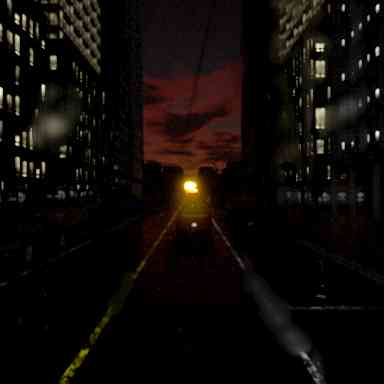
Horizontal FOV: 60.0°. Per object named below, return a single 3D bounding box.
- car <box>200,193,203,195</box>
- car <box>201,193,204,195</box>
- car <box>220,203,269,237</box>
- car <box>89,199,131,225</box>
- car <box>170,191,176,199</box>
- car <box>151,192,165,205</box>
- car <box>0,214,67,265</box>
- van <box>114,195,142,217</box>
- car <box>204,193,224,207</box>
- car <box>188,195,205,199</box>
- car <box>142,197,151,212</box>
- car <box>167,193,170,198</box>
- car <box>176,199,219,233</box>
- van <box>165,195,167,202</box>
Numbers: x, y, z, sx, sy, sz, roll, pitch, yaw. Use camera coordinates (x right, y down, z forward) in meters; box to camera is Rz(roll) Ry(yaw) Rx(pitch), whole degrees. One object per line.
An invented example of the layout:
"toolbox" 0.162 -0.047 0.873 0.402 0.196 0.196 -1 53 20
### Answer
"car" 2.730 1.142 56.987 1.752 1.417 4.829 0 0 0
"car" 2.726 1.240 51.125 1.802 1.307 4.206 0 0 0
"car" 2.705 1.455 16.975 1.947 1.339 4.313 0 0 0
"car" -5.672 1.396 22.685 1.887 1.381 4.507 0 0 0
"car" -5.633 0.942 85.126 1.752 1.417 4.829 0 0 0
"car" -5.654 1.097 51.144 1.967 1.590 4.097 0 0 0
"car" -5.679 1.477 11.301 2.008 1.369 4.403 0 0 0
"van" -5.668 1.154 28.376 1.690 1.788 3.998 0 0 0
"car" 2.720 1.177 39.740 1.967 1.590 4.097 0 0 0
"car" 0.123 1.326 36.062 1.994 1.385 4.181 0 0 0
"car" -5.665 1.357 34.070 1.802 1.307 4.206 0 0 0
"car" -5.647 1.143 62.530 1.947 1.339 4.313 0 0 0
"car" 0.112 1.370 18.654 2.128 1.511 4.902 0 0 0
"van" -5.649 0.958 56.836 1.690 1.788 3.998 0 0 0
